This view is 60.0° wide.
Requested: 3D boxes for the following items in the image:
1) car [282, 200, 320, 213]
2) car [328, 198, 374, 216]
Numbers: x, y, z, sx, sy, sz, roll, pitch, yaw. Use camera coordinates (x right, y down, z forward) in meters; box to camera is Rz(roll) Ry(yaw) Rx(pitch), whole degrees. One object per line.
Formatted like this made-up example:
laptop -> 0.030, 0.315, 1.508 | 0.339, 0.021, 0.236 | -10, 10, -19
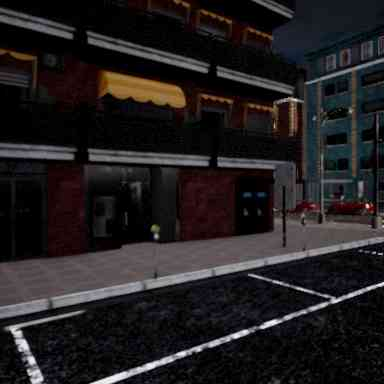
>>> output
car -> 11.504, 1.510, 35.253 | 1.802, 1.307, 4.206 | -2, 0, -35
car -> 14.676, 1.301, 30.703 | 1.967, 1.590, 4.097 | -2, 0, -35
